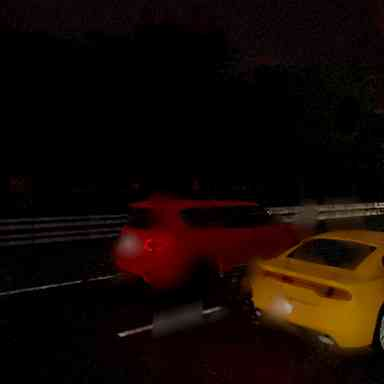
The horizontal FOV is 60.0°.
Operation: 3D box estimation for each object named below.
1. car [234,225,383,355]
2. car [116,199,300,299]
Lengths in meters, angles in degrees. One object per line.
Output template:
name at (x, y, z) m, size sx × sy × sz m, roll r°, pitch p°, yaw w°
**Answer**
car at (3.314, 1.464, 6.134) m, size 5.008 × 1.535 × 1.882 m, roll 0°, pitch 0°, yaw -36°
car at (0.831, 1.210, 8.658) m, size 5.566 × 2.045 × 2.150 m, roll 0°, pitch 0°, yaw -36°
